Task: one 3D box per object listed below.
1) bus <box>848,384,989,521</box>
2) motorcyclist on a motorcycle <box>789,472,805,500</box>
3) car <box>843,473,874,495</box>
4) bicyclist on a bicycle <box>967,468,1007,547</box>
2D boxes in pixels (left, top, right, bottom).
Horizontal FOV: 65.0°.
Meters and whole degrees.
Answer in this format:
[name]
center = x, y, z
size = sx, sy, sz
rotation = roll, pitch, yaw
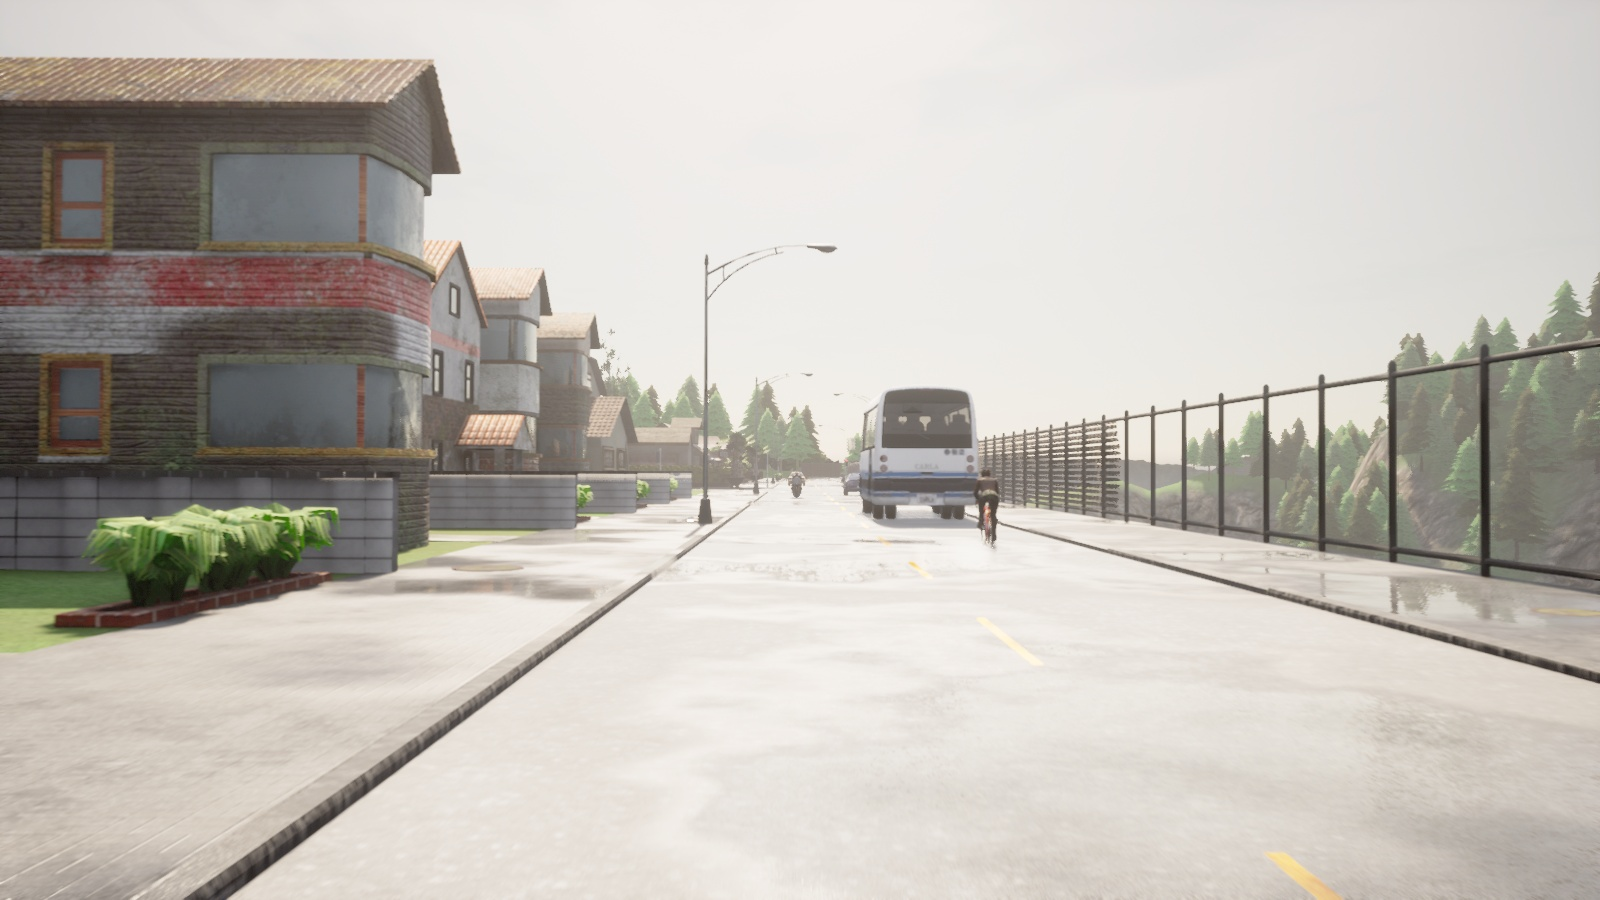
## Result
[bus]
center = 3.887, 0.162, 44.155
size = 3.944, 4.253, 10.273
rotation = 0, -1, 0
[motorcyclist on a motorcycle]
center = -0.175, 2.056, 72.021
size = 0.866, 1.530, 2.191
rotation = 0, -1, 0
[car]
center = 3.799, 2.198, 82.003
size = 1.812, 1.442, 4.674
rotation = 0, -1, 0
[bicyclist on a bicycle]
center = 3.935, 1.195, 26.495
size = 0.582, 1.620, 1.656
rotation = 0, -1, 0
